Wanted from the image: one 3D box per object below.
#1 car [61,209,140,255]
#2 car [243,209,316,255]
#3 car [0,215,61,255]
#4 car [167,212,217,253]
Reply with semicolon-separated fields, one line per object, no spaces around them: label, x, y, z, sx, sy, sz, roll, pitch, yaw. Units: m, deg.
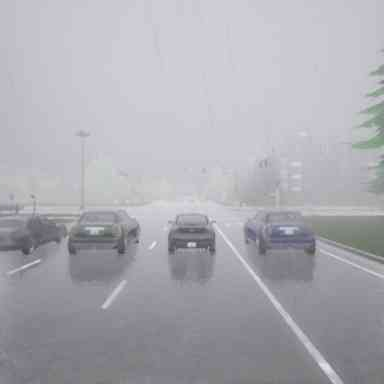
car;-3.503;1.484;14.081;2.097;1.767;4.553;0;-1;0
car;3.497;1.484;14.084;2.097;1.767;4.553;0;-1;0
car;-7.004;1.680;13.985;2.033;1.411;5.357;0;-1;0
car;-0.002;1.644;14.307;1.837;1.490;4.892;0;0;0
